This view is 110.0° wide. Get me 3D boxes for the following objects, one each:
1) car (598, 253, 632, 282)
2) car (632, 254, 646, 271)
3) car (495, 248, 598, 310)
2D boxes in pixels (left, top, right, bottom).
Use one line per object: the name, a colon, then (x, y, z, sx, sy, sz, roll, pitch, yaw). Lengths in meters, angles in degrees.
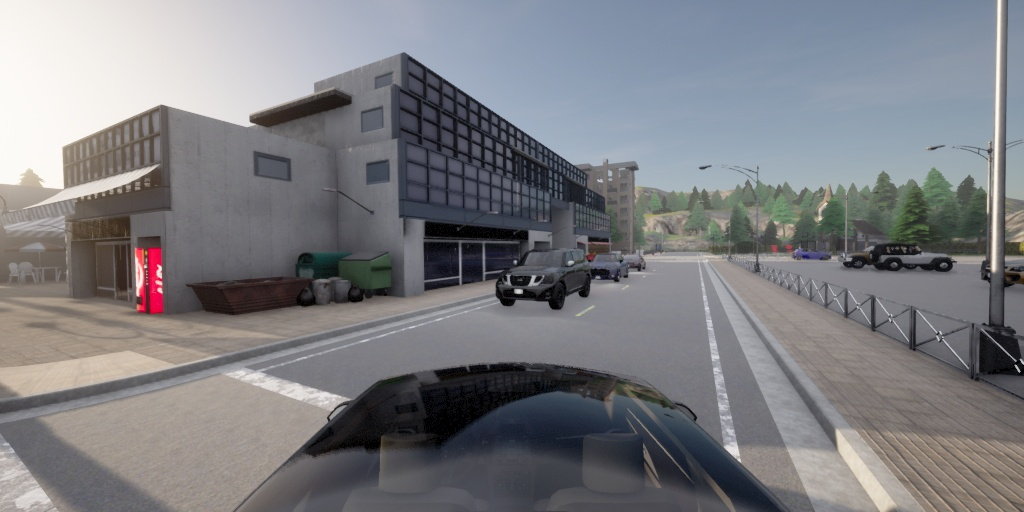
car: (5.968, 0.601, 22.633, 2.097, 1.767, 4.553, 0, 1, 27)
car: (10.653, 0.521, 31.729, 1.812, 1.442, 4.674, 0, 1, 27)
car: (1.469, 0.715, 13.885, 2.150, 2.045, 5.566, 0, 1, 27)
